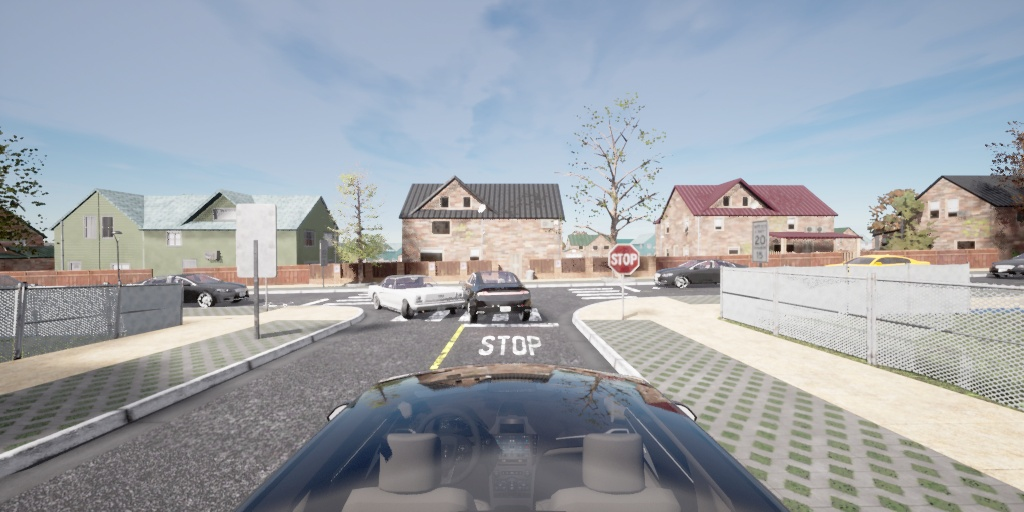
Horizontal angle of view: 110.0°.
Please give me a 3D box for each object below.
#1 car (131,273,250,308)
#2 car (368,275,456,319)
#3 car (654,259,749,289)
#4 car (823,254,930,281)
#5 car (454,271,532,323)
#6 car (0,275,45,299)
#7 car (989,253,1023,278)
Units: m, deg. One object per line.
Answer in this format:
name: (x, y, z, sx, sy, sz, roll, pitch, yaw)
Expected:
car: (-14.903, 1.567, 16.547, 4.902, 1.511, 2.128, -1, 1, 0)
car: (-3.602, 1.368, 13.051, 1.895, 1.301, 4.718, 0, 0, -38)
car: (10.330, 0.926, 19.600, 4.902, 1.511, 2.128, -1, 1, 0)
car: (19.761, 0.690, 19.637, 5.008, 1.535, 1.882, -1, 1, -1)
car: (-0.686, 1.243, 12.192, 2.128, 1.511, 4.902, 0, 0, -12)
car: (-24.240, 1.648, 16.507, 4.553, 1.767, 2.097, -1, 1, 0)
car: (29.385, 0.478, 19.673, 4.902, 1.511, 2.128, -1, 1, 0)
